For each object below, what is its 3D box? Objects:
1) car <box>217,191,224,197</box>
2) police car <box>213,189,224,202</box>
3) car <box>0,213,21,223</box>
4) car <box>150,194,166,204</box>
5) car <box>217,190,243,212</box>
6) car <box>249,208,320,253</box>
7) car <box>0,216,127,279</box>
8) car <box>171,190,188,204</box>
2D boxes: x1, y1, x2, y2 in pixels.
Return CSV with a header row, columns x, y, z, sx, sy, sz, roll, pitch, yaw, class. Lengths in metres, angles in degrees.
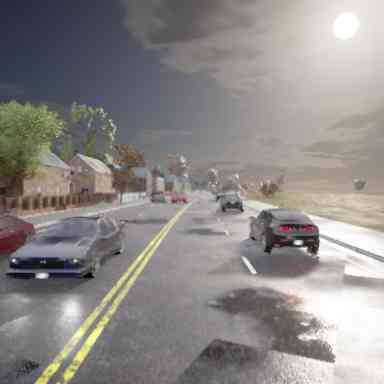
x,y,z,sx,sy,sz,roll,pitch,yaw,class
7.998,0.585,92.611,1.882,1.535,5.008,0,1,6,car
5.242,0.845,60.008,1.930,1.638,5.238,0,1,4,police car
-6.525,1.415,10.254,1.812,1.442,4.674,0,1,1,car
-5.120,1.051,50.893,2.033,1.411,5.357,0,1,4,car
4.014,1.022,34.288,2.097,1.767,4.553,0,1,2,car
3.453,1.379,13.111,1.837,1.490,4.892,0,0,1,car
-3.288,1.444,10.004,2.033,1.411,5.357,0,1,1,car
-1.884,0.730,50.609,2.150,2.045,5.566,0,1,4,car
